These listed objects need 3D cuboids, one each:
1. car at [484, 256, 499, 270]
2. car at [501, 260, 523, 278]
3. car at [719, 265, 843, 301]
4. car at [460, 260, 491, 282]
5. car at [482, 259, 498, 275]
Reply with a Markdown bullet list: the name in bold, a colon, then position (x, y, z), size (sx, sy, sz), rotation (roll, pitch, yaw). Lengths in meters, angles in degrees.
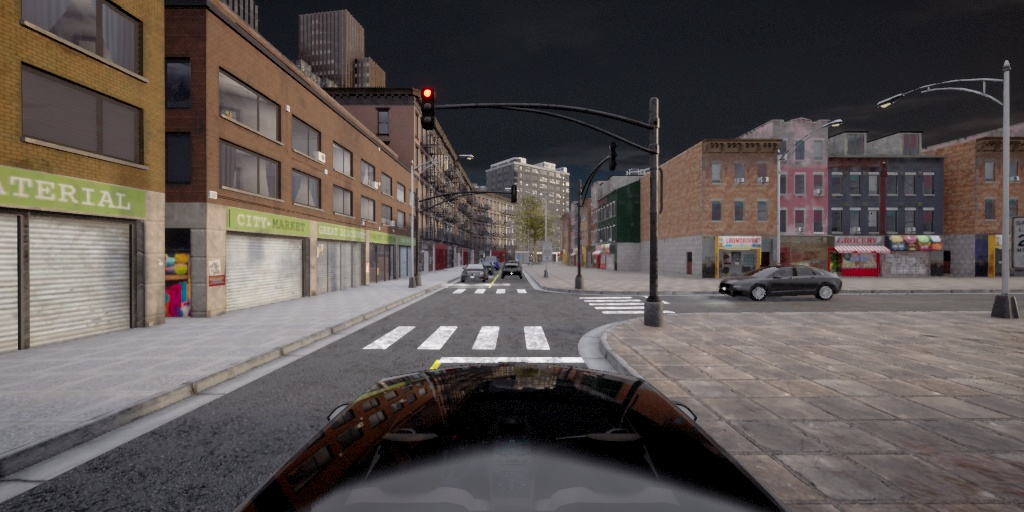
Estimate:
- **car**: position (-2.948, 0.997, 49.726), size (2.150, 2.045, 5.566), rotation (0, 0, 1)
- **car**: position (-0.006, 1.264, 33.909), size (1.837, 1.490, 4.892), rotation (0, 0, 0)
- **car**: position (12.008, 1.175, 16.215), size (4.892, 1.490, 1.837), rotation (-1, 0, 0)
- **car**: position (-2.908, 1.282, 28.673), size (1.812, 1.442, 4.674), rotation (0, 0, 0)
- **car**: position (-2.943, 1.312, 39.106), size (2.033, 1.411, 5.357), rotation (0, 0, 0)
